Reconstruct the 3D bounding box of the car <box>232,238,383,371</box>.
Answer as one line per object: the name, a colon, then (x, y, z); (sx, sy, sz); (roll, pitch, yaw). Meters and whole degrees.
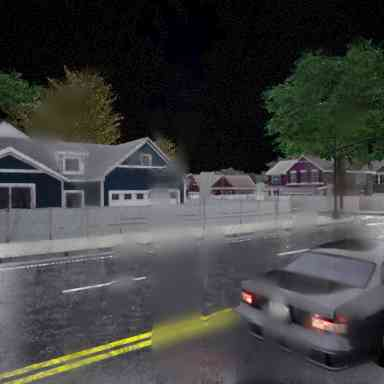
car: (3.143, 1.538, 5.709); (5.357, 1.411, 2.033); (0, 0, -36)
